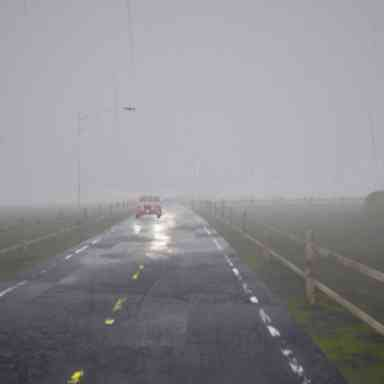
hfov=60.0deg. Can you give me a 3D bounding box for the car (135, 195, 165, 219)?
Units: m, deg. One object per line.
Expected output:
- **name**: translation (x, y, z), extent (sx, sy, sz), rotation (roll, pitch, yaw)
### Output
- **car**: translation (-3.810, 1.261, 30.095), extent (2.150, 2.045, 5.566), rotation (0, 0, -3)

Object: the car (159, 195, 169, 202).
- **car**: translation (-6.787, 1.614, 81.028), extent (2.128, 1.511, 4.902), rotation (0, 0, -9)

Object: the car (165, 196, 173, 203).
- **car**: translation (-5.220, 1.621, 70.686), extent (1.882, 1.535, 5.008), rotation (0, 0, -8)
